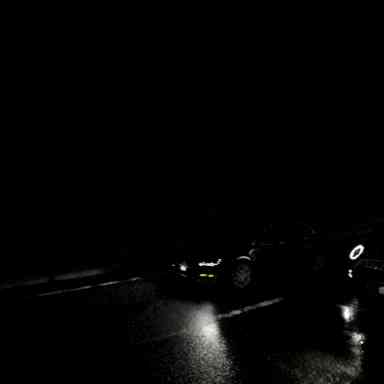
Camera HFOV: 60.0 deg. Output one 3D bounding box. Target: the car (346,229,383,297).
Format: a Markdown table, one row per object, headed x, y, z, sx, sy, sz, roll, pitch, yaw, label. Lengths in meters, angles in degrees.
| x | y | z | sx | sy | sz | roll | pitch | yaw | label |
| --- | --- | --- | --- | --- | --- | --- | --- | --- | --- |
| 5.545 | 1.292 | 7.641 | 4.553 | 1.767 | 2.097 | 0 | 0 | -35 | car |

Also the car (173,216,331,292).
| x | y | z | sx | sy | sz | roll | pitch | yaw | label |
| --- | --- | --- | --- | --- | --- | --- | --- | --- | --- |
| 1.777 | 1.461 | 8.945 | 4.892 | 1.490 | 1.837 | 0 | 0 | -35 | car |
